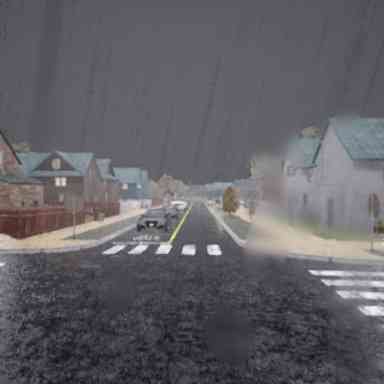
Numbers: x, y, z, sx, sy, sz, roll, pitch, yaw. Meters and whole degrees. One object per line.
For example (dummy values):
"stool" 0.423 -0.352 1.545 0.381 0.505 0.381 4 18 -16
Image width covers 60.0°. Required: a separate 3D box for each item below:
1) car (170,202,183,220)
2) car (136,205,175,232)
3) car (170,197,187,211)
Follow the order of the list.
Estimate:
"car" -2.279 1.951 32.829 1.994 1.385 4.181 0 -1 1
"car" -2.455 1.834 22.315 1.994 1.385 4.181 0 -1 1
"car" -1.967 1.793 49.536 2.150 2.045 5.566 0 -1 2
